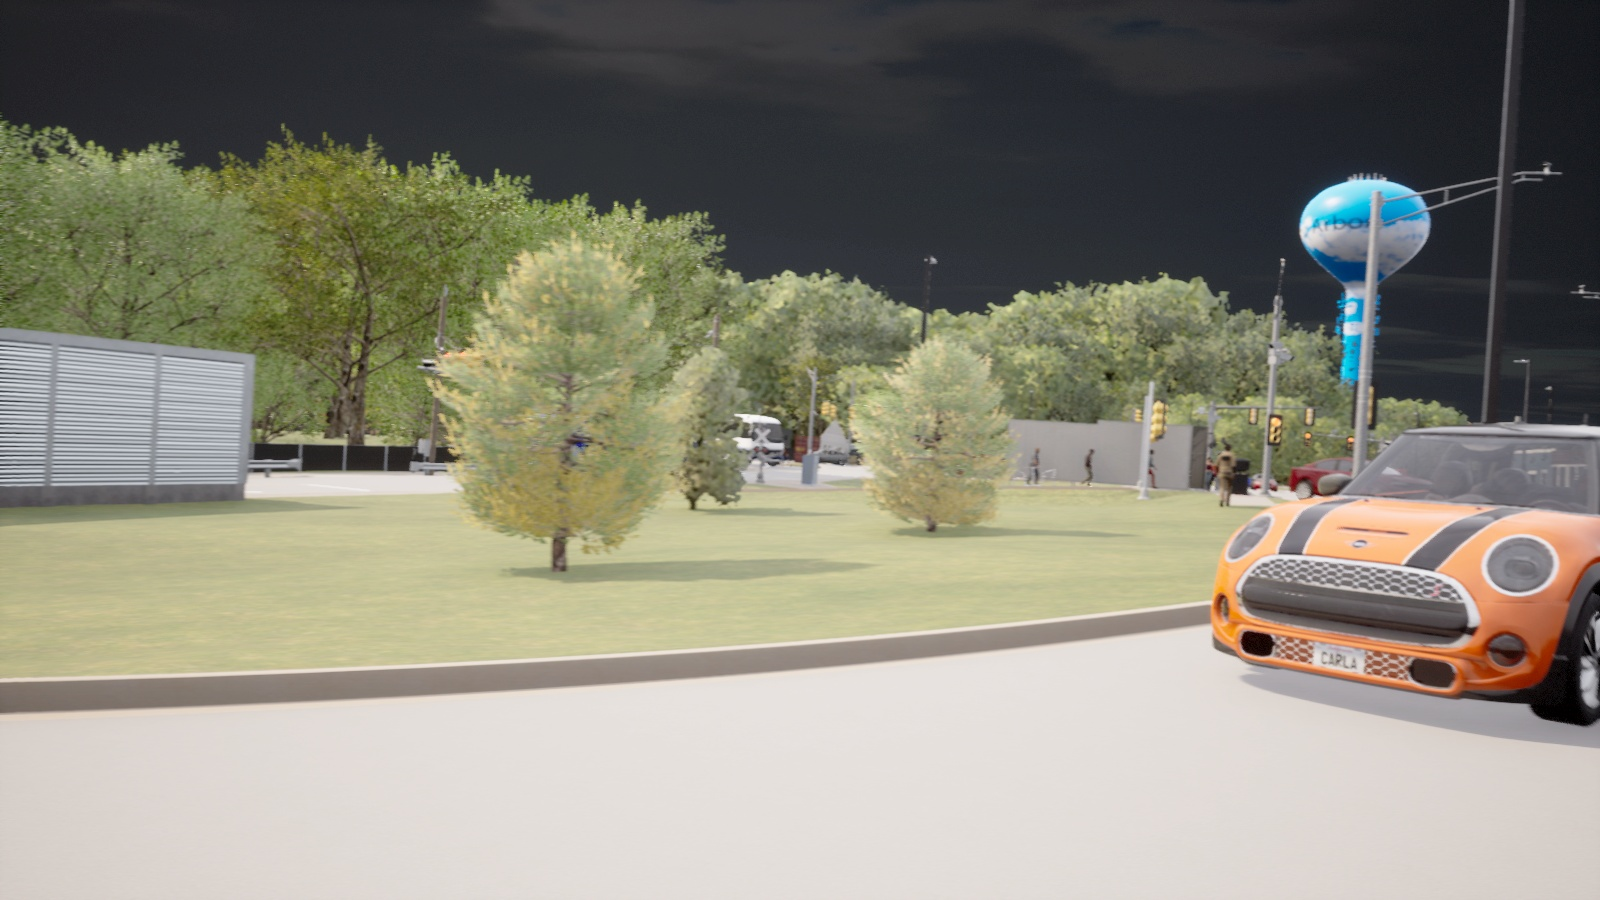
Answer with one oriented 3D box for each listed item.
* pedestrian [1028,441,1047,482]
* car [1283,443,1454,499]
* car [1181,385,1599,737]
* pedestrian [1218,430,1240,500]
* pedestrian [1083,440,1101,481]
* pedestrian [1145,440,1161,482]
[{"bbox_3d":[10.851,0.515,57.317,0.694,1.848,0.540,3,-1,22],"label":"pedestrian"},{"bbox_3d":[17.927,0.631,39.900,1.882,1.535,5.008,4,-1,-20],"label":"car"},{"bbox_3d":[4.823,0.507,8.540,4.553,1.767,2.097,-1,2,-40],"label":"car"},{"bbox_3d":[12.064,0.427,35.281,0.396,1.930,0.692,3,-1,29],"label":"pedestrian"},{"bbox_3d":[13.386,0.495,57.627,0.703,1.840,0.431,3,-1,16],"label":"pedestrian"},{"bbox_3d":[15.686,0.491,55.772,0.614,1.847,0.353,3,-1,17],"label":"pedestrian"}]
